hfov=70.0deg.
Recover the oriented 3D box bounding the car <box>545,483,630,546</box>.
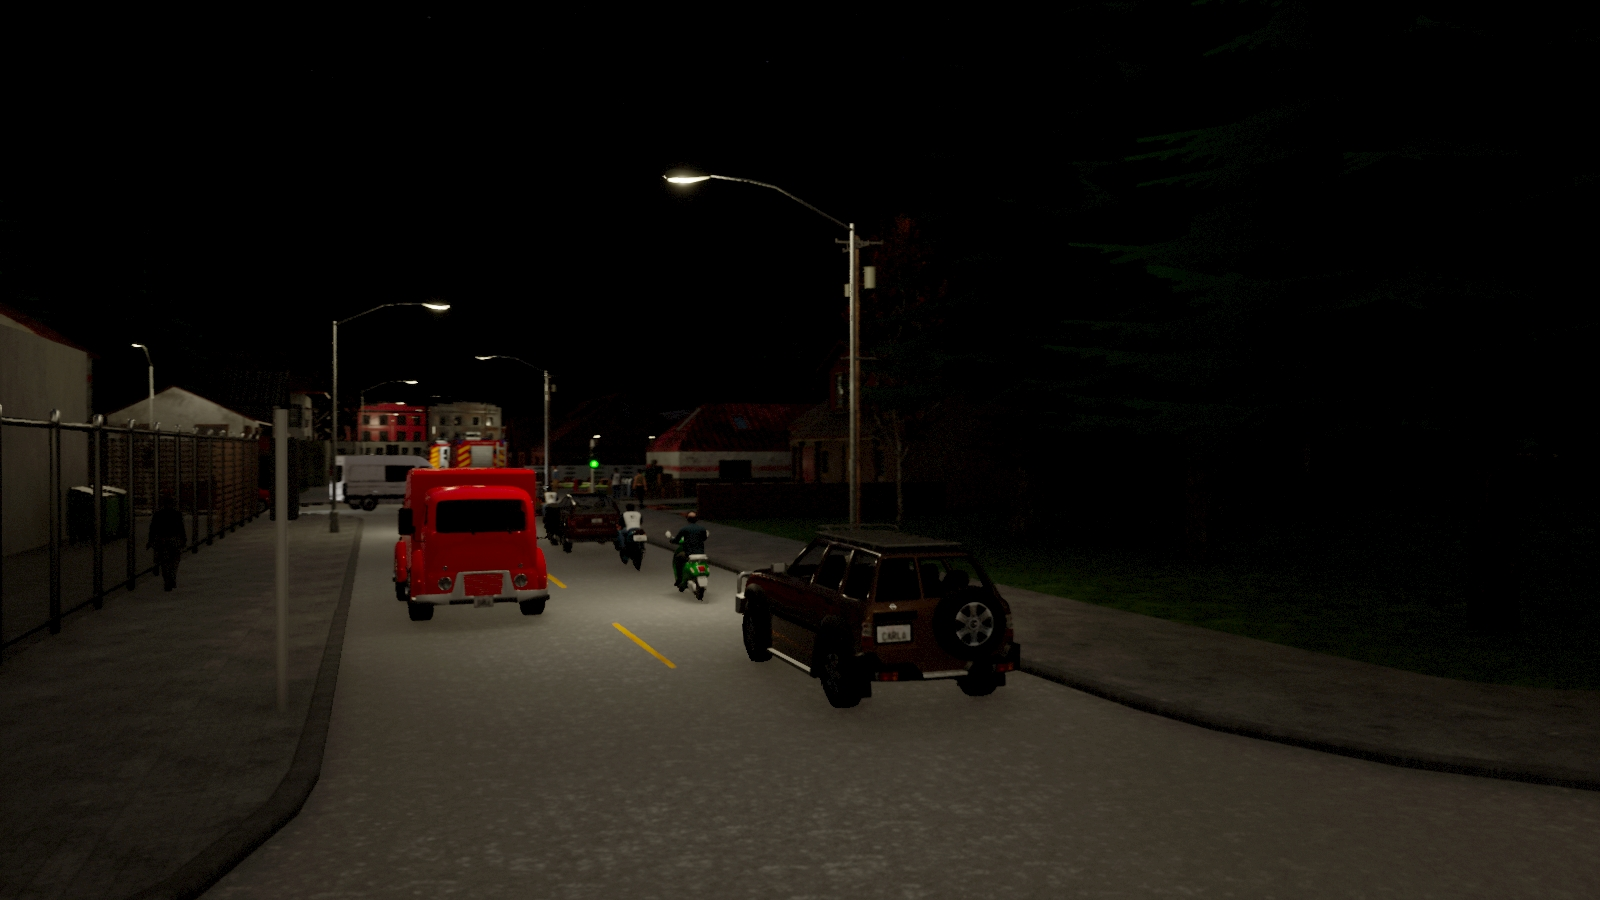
[{"bbox_3d":[-6.115,1.788,32.562,1.789,1.549,3.705,0,0,-20],"label":"car"}]

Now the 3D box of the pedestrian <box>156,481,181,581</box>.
[{"bbox_3d":[-12.022,1.531,21.752,0.375,1.860,0.375,0,0,-21],"label":"pedestrian"}]

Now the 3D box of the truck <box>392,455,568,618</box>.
[{"bbox_3d":[-5.877,1.341,20.422,2.627,2.467,5.204,0,0,-20],"label":"truck"}]

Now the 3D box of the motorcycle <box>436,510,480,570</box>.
[{"bbox_3d":[-7.661,1.986,25.558,0.803,1.145,2.033,0,0,-21],"label":"motorcycle"}]

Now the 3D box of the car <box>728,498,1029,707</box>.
[{"bbox_3d":[0.717,1.628,13.933,1.932,1.855,4.605,0,0,-20],"label":"car"}]
